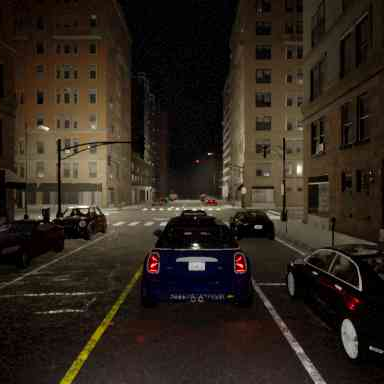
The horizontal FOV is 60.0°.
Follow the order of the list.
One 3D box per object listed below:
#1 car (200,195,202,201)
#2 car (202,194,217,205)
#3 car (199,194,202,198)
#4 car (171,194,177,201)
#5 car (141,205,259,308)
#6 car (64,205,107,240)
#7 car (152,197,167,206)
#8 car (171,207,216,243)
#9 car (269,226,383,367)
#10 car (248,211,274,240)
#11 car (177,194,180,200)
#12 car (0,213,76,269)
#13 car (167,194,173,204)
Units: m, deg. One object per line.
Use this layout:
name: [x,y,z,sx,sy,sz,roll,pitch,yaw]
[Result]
car: [3.094,1.606,64.509,2.008,1.369,4.403,0,0,0]
car: [3.042,1.475,53.691,1.967,1.590,4.097,0,0,0]
car: [3.143,1.523,75.327,1.967,1.590,4.097,0,0,0]
car: [-5.356,1.625,80.601,1.752,1.417,4.829,0,0,0]
car: [0.101,1.352,8.090,2.097,1.767,4.553,0,0,0]
car: [-5.624,1.440,16.626,1.967,1.590,4.097,0,0,0]
car: [-5.482,1.617,53.729,1.802,1.307,4.206,0,0,0]
car: [0.091,1.564,16.673,1.994,1.385,4.181,0,0,1]
car: [2.870,1.551,5.599,2.008,1.369,4.403,0,0,0]
car: [2.902,1.566,16.601,1.947,1.339,4.313,0,0,0]
car: [-5.306,1.455,91.589,2.192,1.841,5.009,0,0,0]
car: [-5.640,1.582,11.125,1.802,1.307,4.206,0,0,0]
car: [-5.431,1.606,64.545,2.008,1.369,4.403,0,0,0]
